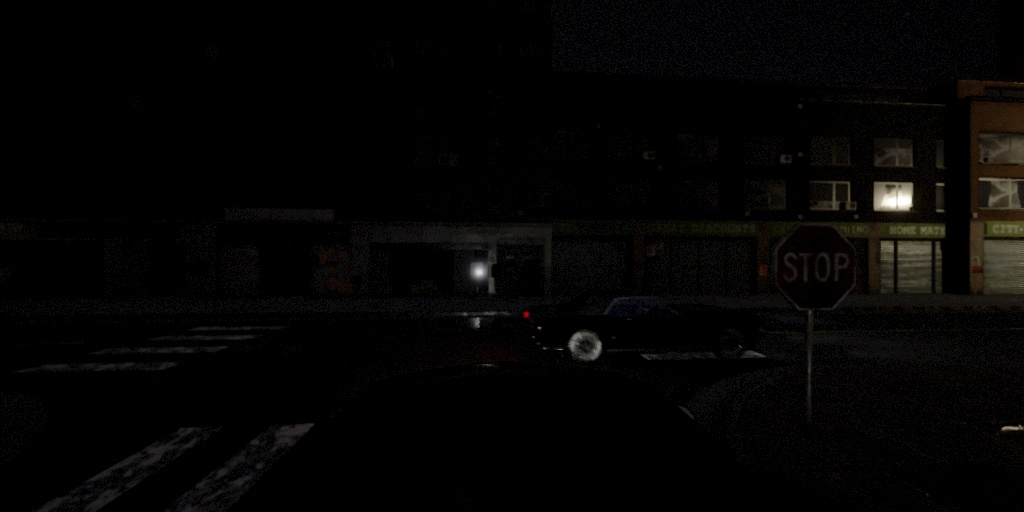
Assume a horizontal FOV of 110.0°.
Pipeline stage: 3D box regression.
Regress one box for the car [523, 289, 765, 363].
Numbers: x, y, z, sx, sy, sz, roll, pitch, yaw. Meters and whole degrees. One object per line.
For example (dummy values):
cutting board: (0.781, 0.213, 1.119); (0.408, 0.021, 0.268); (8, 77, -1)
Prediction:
car: (2.665, 1.382, 7.749); (4.718, 1.301, 1.895); (0, 0, -4)
